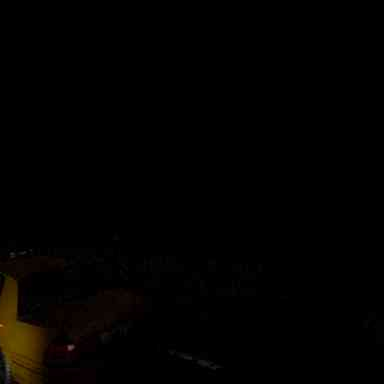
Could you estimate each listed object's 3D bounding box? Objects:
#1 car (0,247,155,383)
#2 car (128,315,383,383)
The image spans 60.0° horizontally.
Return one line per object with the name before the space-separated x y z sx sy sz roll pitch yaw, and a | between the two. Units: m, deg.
car | -2.698 1.524 5.013 4.829 1.417 1.752 0 1 35
car | 1.989 1.551 1.672 4.403 1.369 2.008 0 1 35
